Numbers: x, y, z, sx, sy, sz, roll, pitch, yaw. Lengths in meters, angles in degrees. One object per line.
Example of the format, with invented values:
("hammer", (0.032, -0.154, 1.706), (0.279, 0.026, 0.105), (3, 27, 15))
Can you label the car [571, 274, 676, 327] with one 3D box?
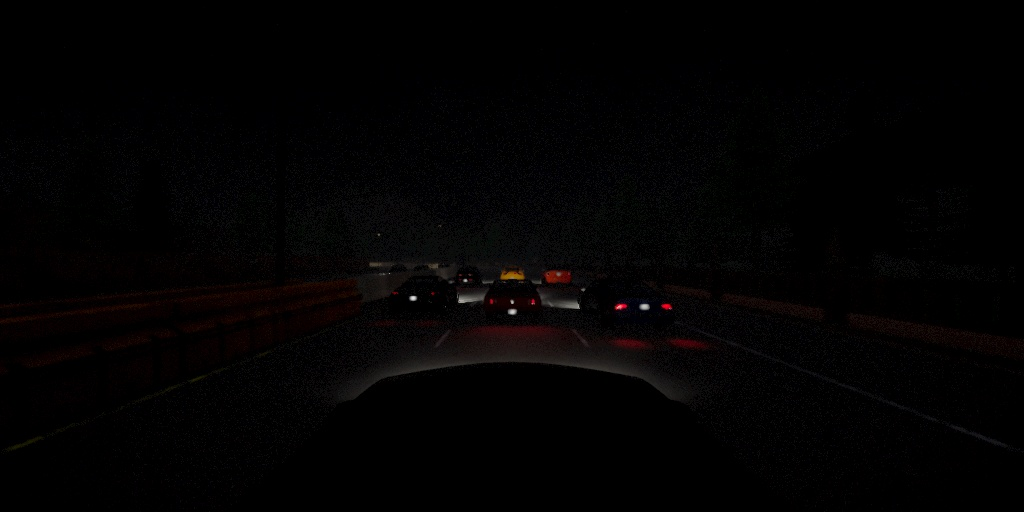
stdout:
("car", (3.519, 1.427, 12.011), (2.033, 1.411, 5.357), (0, -1, 0))

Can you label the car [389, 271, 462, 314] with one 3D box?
("car", (-3.455, 1.478, 14.645), (1.994, 1.385, 4.181), (0, -1, 1))

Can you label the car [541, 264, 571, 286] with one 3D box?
("car", (3.539, 1.446, 29.052), (2.097, 1.767, 4.553), (0, -1, 1))

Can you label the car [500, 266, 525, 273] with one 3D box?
("car", (0.049, 1.588, 30.329), (1.882, 1.535, 5.008), (0, 0, 0))

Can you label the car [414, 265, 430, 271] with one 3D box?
("car", (-14.410, 2.054, 57.456), (1.895, 1.301, 4.718), (0, -1, -4))

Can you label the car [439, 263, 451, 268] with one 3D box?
("car", (-11.038, 1.959, 58.624), (2.128, 1.511, 4.902), (0, -1, -5))

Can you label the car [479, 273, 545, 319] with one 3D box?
("car", (0.033, 1.500, 13.529), (1.895, 1.301, 4.718), (0, -1, 1))

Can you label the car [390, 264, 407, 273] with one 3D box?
("car", (-17.903, 1.972, 56.871), (1.812, 1.442, 4.674), (0, -1, -3))

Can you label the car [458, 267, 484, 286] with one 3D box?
("car", (-3.461, 1.603, 29.181), (1.837, 1.490, 4.892), (0, 0, 1))
